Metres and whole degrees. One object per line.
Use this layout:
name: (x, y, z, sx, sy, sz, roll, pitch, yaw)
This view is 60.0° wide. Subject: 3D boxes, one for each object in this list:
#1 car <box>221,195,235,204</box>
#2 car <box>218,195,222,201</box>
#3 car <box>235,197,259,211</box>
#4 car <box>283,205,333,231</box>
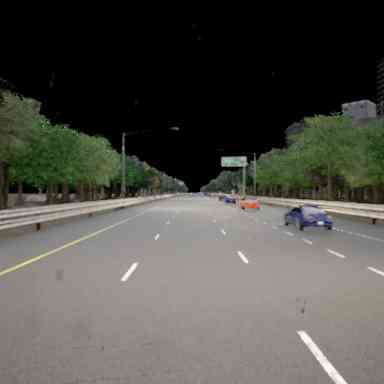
car: (7.202, 1.487, 63.466, 1.882, 1.535, 5.008, 0, 0, 0)
car: (7.330, 1.494, 80.496, 1.837, 1.490, 4.892, 0, 0, 0)
car: (7.085, 1.363, 41.937, 2.097, 1.767, 4.553, 0, 0, 0)
car: (7.017, 1.539, 20.430, 1.812, 1.442, 4.674, 0, 0, 0)
